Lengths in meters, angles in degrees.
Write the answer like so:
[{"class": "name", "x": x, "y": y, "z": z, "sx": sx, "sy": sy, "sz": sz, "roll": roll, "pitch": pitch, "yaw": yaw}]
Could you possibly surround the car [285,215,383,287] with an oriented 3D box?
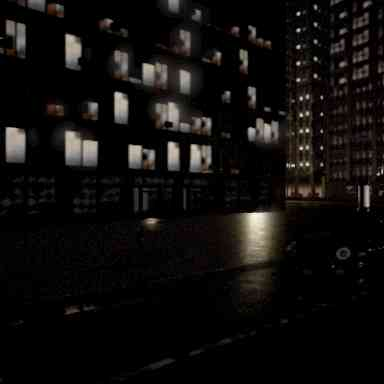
[{"class": "car", "x": 4.448, "y": 1.431, "z": 9.268, "sx": 4.097, "sy": 1.590, "sz": 1.967, "roll": 0, "pitch": 0, "yaw": -35}]
